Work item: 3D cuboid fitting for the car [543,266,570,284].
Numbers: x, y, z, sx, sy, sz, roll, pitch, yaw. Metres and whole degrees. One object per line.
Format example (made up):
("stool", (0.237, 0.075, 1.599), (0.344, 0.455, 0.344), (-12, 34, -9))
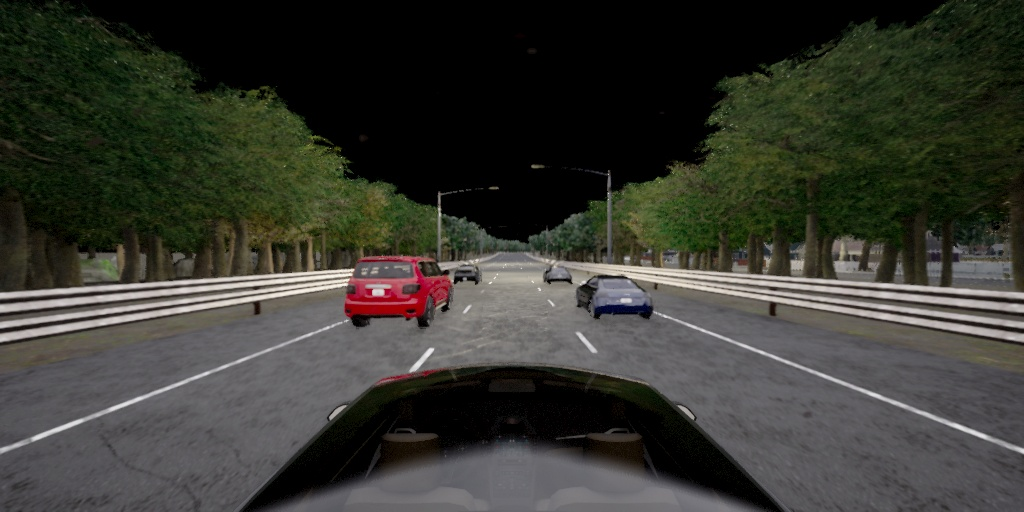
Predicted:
("car", (3.594, 1.486, 28.865), (1.994, 1.385, 4.181), (0, 0, 0))

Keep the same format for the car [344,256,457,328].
("car", (-3.405, 1.035, 11.817), (2.150, 2.045, 5.566), (0, 0, 0))

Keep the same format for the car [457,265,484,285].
("car", (-3.407, 1.424, 28.331), (1.837, 1.490, 4.892), (0, 0, 0))

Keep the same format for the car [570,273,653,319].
("car", (3.594, 1.387, 13.284), (1.994, 1.385, 4.181), (0, 0, 0))
